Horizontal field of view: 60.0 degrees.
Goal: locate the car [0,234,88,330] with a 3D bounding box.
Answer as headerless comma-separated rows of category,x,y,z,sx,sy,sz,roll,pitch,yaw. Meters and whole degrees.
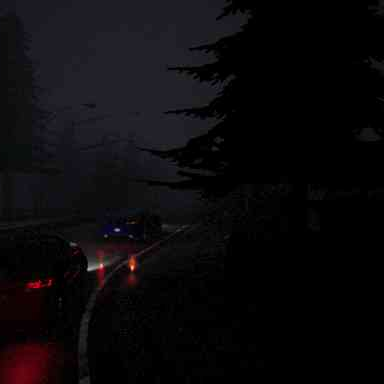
car,-3.470,1.568,6.968,1.994,1.385,4.181,0,0,-11

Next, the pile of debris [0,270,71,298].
pile of debris,-3.956,2.185,8.018,1.500,0.140,1.860,0,0,-4

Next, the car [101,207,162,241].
car,-2.879,1.496,16.856,1.882,1.535,5.008,0,0,8
